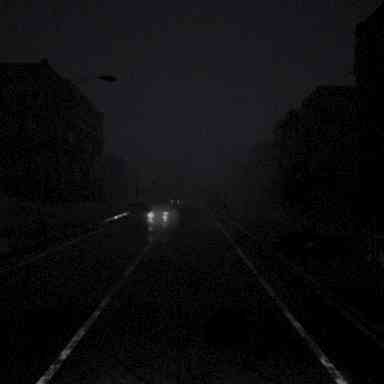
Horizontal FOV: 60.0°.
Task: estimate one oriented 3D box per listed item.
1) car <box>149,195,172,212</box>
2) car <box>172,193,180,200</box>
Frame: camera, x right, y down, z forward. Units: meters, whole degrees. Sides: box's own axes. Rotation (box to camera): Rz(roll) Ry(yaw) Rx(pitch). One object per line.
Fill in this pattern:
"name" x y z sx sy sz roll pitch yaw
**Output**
"car" -3.573 1.367 36.458 1.837 1.490 4.892 0 0 0
"car" -3.989 1.101 78.305 1.837 1.490 4.892 0 0 -4
